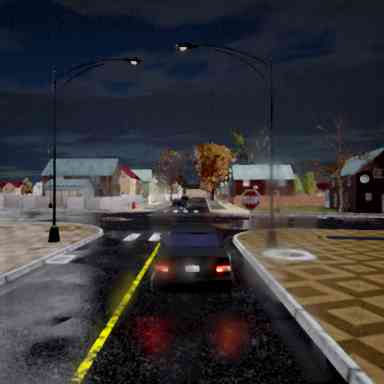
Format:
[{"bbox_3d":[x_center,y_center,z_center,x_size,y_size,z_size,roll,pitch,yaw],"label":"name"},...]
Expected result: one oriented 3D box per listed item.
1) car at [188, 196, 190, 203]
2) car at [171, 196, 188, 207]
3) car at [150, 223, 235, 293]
[{"bbox_3d":[-1.424,1.566,69.418,1.837,1.490,4.892,0,0,2],"label":"car"},{"bbox_3d":[-2.117,1.575,52.006,2.033,1.411,5.357,0,0,2],"label":"car"},{"bbox_3d":[0.029,1.547,9.003,2.033,1.411,5.357,0,0,1],"label":"car"}]
